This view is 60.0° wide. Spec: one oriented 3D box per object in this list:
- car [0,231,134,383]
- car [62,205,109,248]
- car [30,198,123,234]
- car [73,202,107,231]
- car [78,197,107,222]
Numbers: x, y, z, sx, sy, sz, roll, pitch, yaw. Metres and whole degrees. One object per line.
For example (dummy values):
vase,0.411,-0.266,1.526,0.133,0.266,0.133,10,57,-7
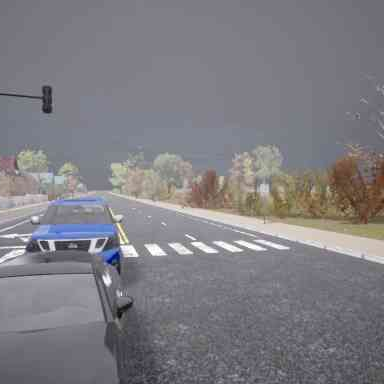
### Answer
car,-1.713,1.524,3.895,1.812,1.442,4.674,0,0,-13
car,-5.025,1.499,16.052,1.837,1.490,4.892,0,0,-15
car,-3.360,1.218,9.982,2.150,2.045,5.566,0,0,-15
car,-6.600,1.468,21.795,1.882,1.535,5.008,0,0,-15
car,-8.167,1.338,27.527,2.097,1.767,4.553,0,0,-15
